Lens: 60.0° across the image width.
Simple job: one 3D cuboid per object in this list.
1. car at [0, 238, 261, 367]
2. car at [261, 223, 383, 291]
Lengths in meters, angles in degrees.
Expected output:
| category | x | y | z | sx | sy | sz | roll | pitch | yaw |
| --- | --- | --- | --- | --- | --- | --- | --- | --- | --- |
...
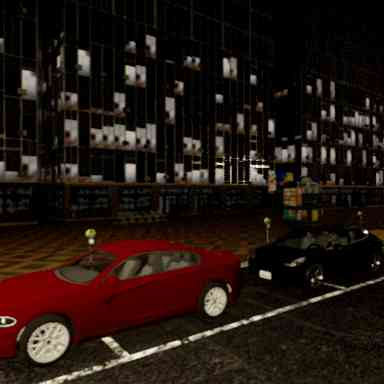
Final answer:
| category | x | y | z | sx | sy | sz | roll | pitch | yaw |
| --- | --- | --- | --- | --- | --- | --- | --- | --- | --- |
| car | -1.123 | 1.544 | 5.760 | 4.507 | 1.381 | 1.887 | 0 | 0 | -35 |
| car | 3.491 | 1.562 | 9.051 | 4.313 | 1.339 | 1.947 | 0 | 0 | -35 |
